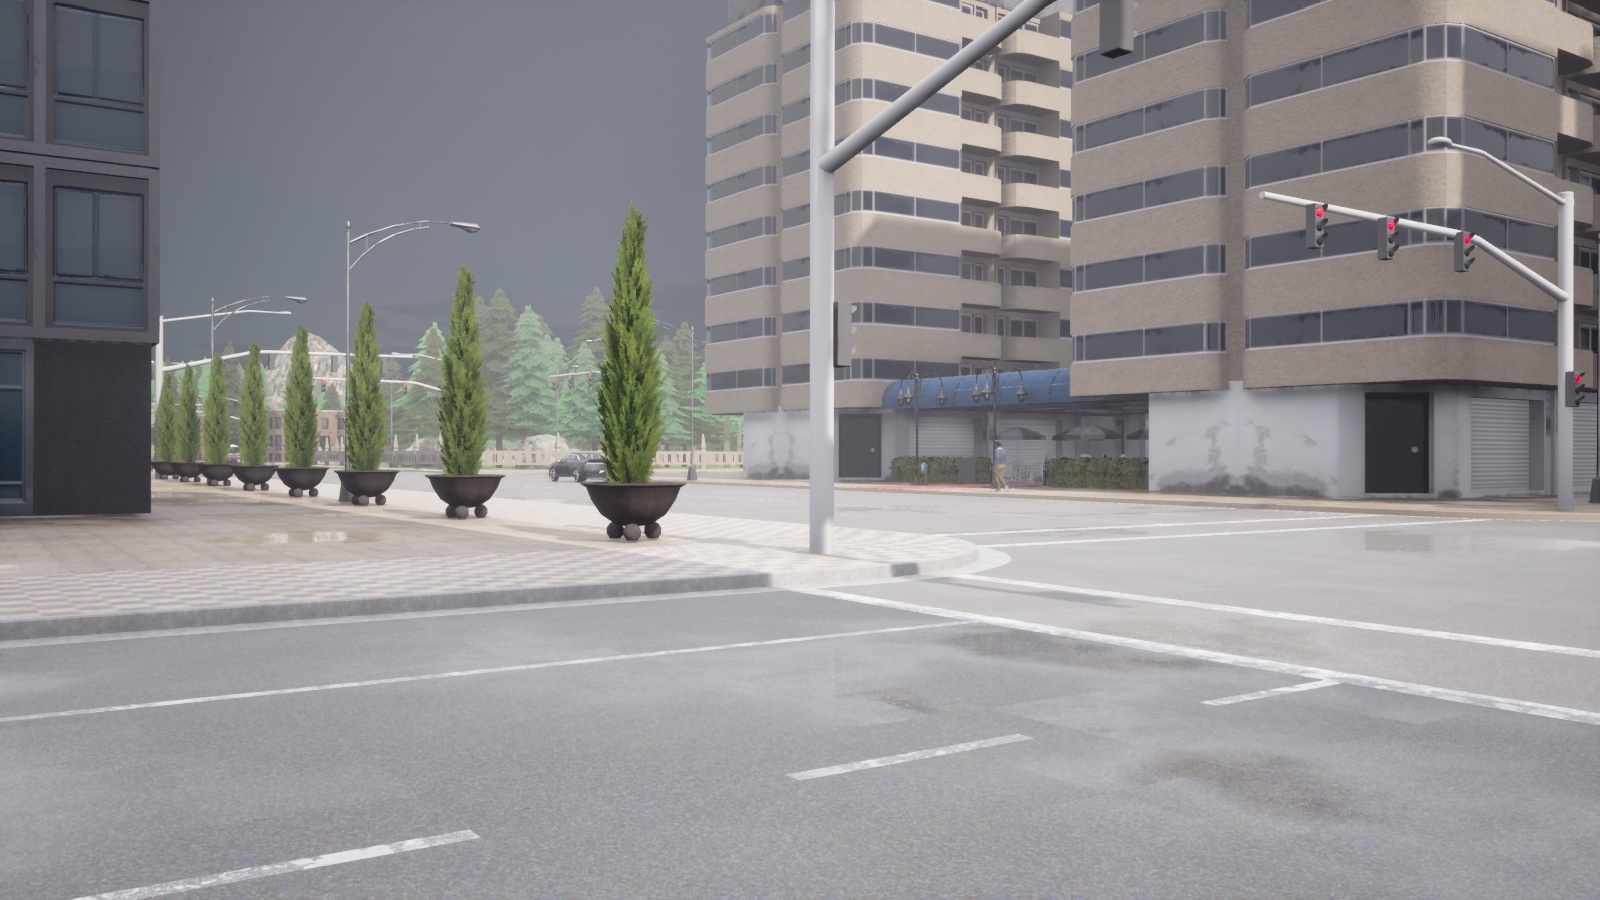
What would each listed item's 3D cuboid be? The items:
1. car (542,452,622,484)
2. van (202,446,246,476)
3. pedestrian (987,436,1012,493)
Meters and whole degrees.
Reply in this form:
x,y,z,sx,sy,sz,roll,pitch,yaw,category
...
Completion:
x,y,z,sx,sy,sz,roll,pitch,yaw,category
-11.100,0.880,63.618,2.128,1.511,4.902,0,0,-34,car
-40.309,0.769,87.841,2.069,2.038,4.480,0,0,-34,van
6.902,0.495,43.489,0.423,1.949,0.788,0,0,-36,pedestrian
